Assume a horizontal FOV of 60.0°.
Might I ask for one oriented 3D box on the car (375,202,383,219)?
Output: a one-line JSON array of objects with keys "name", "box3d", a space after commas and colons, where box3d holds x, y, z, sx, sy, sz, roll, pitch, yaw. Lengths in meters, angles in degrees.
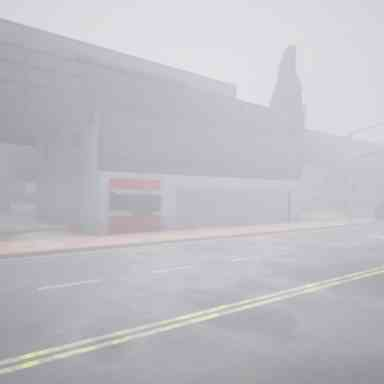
[{"name": "car", "box3d": [19.718, 1.674, 30.984, 2.097, 1.767, 4.553, 1, -1, -37]}]
